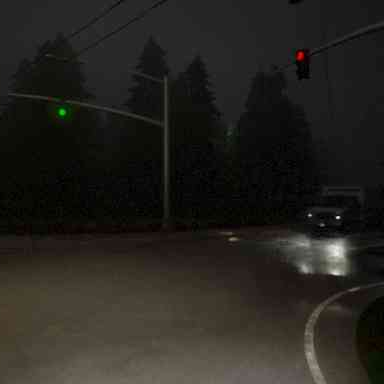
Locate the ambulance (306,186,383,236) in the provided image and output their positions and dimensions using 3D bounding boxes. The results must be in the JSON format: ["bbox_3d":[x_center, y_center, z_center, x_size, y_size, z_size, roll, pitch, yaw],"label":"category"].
[{"bbox_3d":[8.763,0.899,18.363,6.366,2.431,2.351,0,1,-41],"label":"ambulance"}]
